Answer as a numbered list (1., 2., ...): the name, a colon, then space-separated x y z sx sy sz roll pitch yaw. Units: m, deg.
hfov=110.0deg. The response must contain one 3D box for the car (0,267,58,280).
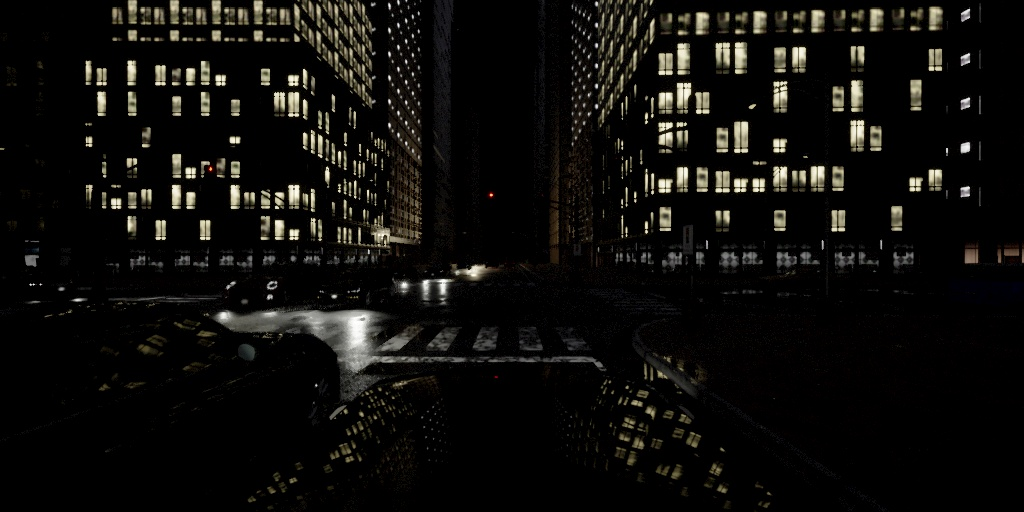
1. car: -23.084 1.250 16.416 4.902 1.511 2.128 0 0 0

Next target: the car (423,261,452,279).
1. car: -6.790 1.306 33.004 1.812 1.442 4.674 0 0 0

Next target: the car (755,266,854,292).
1. car: 16.971 1.293 20.956 4.829 1.417 1.751 0 0 2

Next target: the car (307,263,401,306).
1. car: -6.686 1.261 15.879 1.837 1.490 4.892 0 0 0

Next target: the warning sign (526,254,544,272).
1. warning sign: 2.611 0.910 40.854 1.300 1.860 1.060 0 0 0

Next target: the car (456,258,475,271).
1. car: -6.899 1.300 51.815 1.882 1.535 5.008 0 0 0

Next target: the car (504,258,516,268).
1. car: -0.380 1.426 63.851 1.994 1.385 4.181 0 0 0

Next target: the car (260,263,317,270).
1. car: -9.934 1.110 15.547 2.097 1.767 4.553 0 0 0

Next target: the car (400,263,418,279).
1. car: -10.041 1.343 33.019 1.994 1.385 4.181 0 0 0

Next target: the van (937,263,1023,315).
1. van: 18.292 1.119 12.792 3.998 1.789 1.690 0 0 2

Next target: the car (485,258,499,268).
1. car: -3.515 1.210 62.713 2.097 1.767 4.553 0 0 -1

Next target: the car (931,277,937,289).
1. car: 26.808 1.356 20.531 4.207 1.307 1.802 0 0 2

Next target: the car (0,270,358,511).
1. car: -3.155 1.102 2.581 2.097 1.767 4.553 0 0 0
